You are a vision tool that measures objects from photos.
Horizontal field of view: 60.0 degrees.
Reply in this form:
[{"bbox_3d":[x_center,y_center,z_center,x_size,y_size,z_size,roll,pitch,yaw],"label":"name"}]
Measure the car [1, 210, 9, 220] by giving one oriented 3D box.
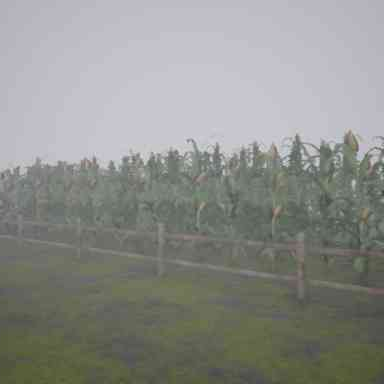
[{"bbox_3d":[-16.675,1.877,31.517,1.994,1.385,4.181,-1,-1,36],"label":"car"}]
